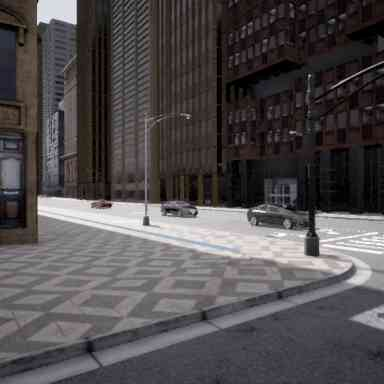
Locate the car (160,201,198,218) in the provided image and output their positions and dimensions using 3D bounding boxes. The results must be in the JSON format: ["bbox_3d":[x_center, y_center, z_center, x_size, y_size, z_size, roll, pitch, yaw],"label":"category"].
[{"bbox_3d":[-1.305,1.630,32.310,2.128,1.511,4.902,0,0,-35],"label":"car"}]

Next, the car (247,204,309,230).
[{"bbox_3d":[5.782,1.583,22.258,1.837,1.490,4.892,0,0,-35],"label":"car"}]

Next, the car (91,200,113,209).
[{"bbox_3d":[-13.566,1.839,49.871,1.895,1.301,4.718,0,0,-35],"label":"car"}]
